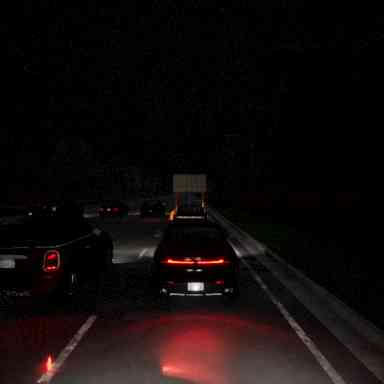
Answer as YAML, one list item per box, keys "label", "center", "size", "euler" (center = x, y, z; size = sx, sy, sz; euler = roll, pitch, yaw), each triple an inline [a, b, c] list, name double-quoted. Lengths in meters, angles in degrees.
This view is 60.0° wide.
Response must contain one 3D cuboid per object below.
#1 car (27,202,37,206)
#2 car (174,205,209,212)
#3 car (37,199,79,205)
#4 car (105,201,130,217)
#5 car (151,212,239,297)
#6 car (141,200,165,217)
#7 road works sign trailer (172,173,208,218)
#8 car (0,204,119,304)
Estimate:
- label: "car"
  center: [-14.122, 1.602, 31.209]
  size: [1.895, 1.301, 4.718]
  euler: [0, 0, 0]
- label: "car"
  center: [-0.044, 1.489, 18.969]
  size: [2.128, 1.511, 4.902]
  euler: [0, 0, 1]
- label: "car"
  center: [-10.592, 1.352, 27.666]
  size: [2.097, 1.767, 4.553]
  euler: [0, 0, 0]
- label: "car"
  center: [-7.118, 1.549, 30.791]
  size: [2.033, 1.411, 5.357]
  euler: [0, 0, -1]
- label: "car"
  center: [0.054, 1.505, 8.583]
  size: [1.837, 1.490, 4.892]
  euler: [0, 0, 0]
- label: "car"
  center: [-3.620, 1.479, 31.232]
  size: [1.882, 1.535, 5.008]
  euler: [0, 0, 0]
- label: "road works sign trailer"
  center: [-0.169, 0.466, 22.840]
  size: [2.380, 3.560, 2.880]
  euler: [0, 0, -3]
- label: "car"
  center: [-3.443, 1.354, 8.312]
  size: [2.097, 1.767, 4.553]
  euler: [0, 0, 0]
